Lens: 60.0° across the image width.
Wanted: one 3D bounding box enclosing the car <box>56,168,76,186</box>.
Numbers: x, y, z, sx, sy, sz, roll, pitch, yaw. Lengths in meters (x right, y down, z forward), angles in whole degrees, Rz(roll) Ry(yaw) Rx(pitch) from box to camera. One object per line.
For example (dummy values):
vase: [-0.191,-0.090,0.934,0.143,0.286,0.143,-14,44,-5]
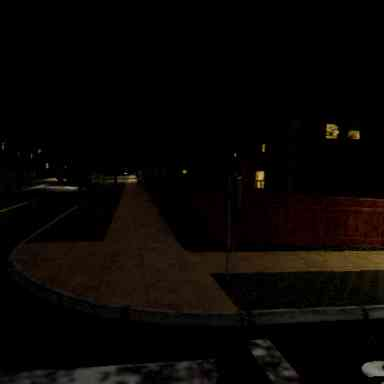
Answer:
car: [-14.772,-1.883,40.142,2.150,2.045,5.566,0,4,-10]
